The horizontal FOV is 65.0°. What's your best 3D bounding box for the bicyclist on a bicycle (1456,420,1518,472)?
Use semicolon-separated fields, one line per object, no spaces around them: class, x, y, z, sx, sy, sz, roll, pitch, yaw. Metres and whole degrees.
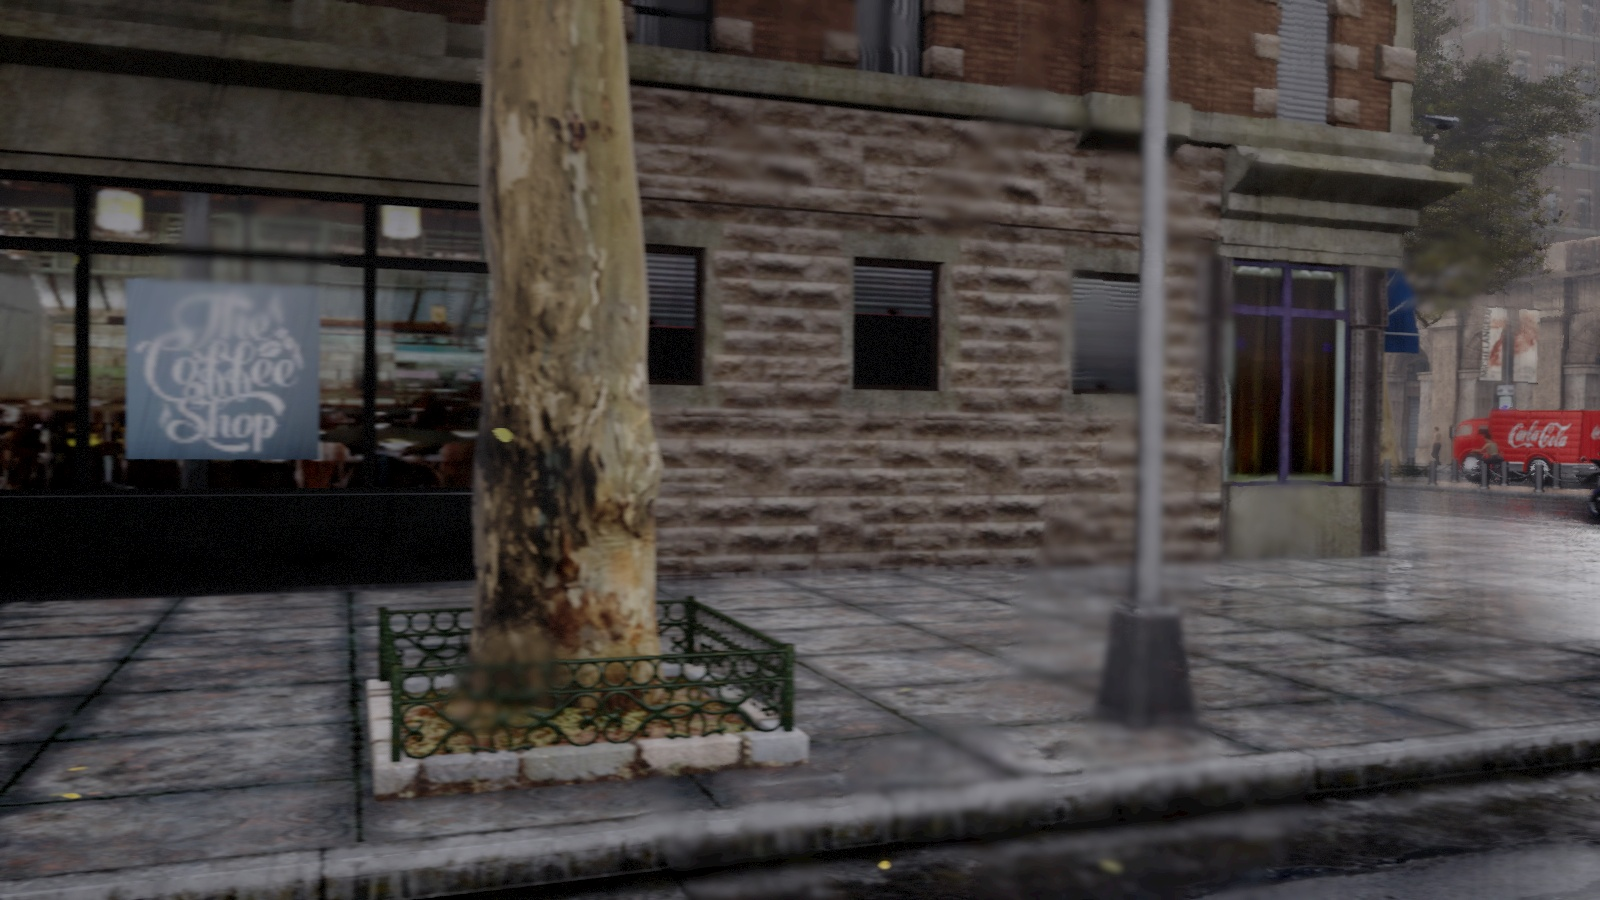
bicyclist on a bicycle;21.880;-0.144;40.011;0.866;1.612;1.509;-1;1;-20

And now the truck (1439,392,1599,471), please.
truck;24.724;-0.636;42.384;2.627;2.467;5.204;-1;1;-20

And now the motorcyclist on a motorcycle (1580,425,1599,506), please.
motorcyclist on a motorcycle;15.736;0.292;23.189;0.866;1.530;2.191;-1;1;-19

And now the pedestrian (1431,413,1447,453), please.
pedestrian;29.668;-0.802;58.289;0.345;1.836;0.594;-1;1;-20
